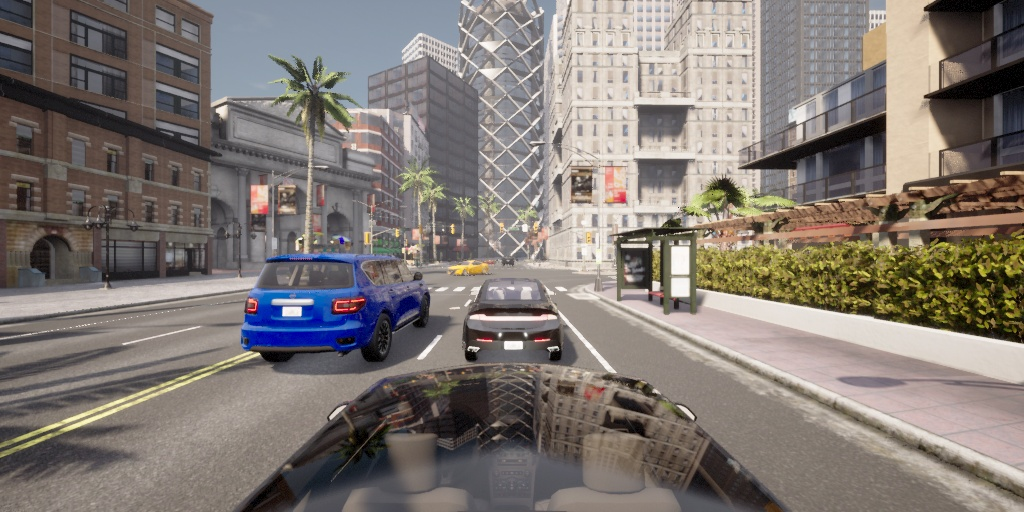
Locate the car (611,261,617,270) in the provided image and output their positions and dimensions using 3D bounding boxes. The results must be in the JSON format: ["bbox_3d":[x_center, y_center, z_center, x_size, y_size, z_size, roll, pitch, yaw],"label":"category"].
[{"bbox_3d":[16.315,0.971,48.276,5.566,2.045,2.150,0,0,-1],"label":"car"}]

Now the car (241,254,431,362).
[{"bbox_3d":[-3.487,0.971,8.353,2.150,2.045,5.566,0,0,0],"label":"car"}]

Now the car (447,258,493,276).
[{"bbox_3d":[-4.401,1.228,36.403,1.882,1.535,5.008,-1,0,33],"label":"car"}]

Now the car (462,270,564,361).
[{"bbox_3d":[0.015,1.242,8.266,2.128,1.511,4.902,0,0,0],"label":"car"}]
